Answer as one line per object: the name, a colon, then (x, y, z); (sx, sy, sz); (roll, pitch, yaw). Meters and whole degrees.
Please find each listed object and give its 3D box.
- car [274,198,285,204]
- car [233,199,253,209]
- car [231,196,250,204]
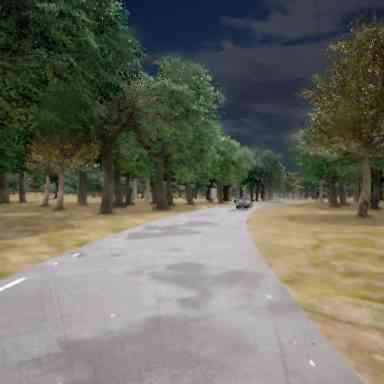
car: (20.725, 2.123, 78.793); (1.895, 1.301, 4.718); (1, -1, 25)
car: (7.521, 1.767, 47.325); (1.895, 1.301, 4.718); (1, 0, 18)
car: (8.810, 1.391, 60.045); (2.033, 1.411, 5.357); (1, 0, 22)
